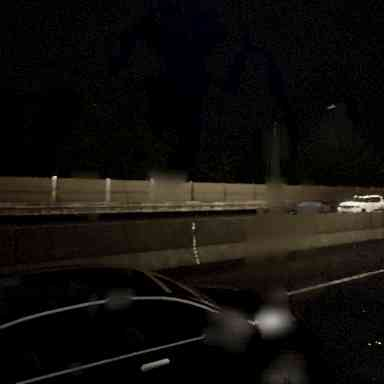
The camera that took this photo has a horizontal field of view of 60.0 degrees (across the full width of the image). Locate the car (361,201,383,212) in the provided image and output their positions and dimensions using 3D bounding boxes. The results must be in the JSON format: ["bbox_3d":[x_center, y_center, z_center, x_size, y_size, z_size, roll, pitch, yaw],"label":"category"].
[{"bbox_3d":[17.054,1.706,28.330,5.357,1.411,2.033,0,0,-34],"label":"car"}]

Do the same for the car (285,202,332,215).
[{"bbox_3d":[11.712,1.663,33.159,5.357,1.411,2.033,0,0,-34],"label":"car"}]

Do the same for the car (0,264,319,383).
[{"bbox_3d":[-0.800,1.500,3.182,4.892,1.490,1.837,0,0,-34],"label":"car"}]

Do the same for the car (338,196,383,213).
[{"bbox_3d":[16.460,1.370,32.161,5.566,2.045,2.150,0,0,-34],"label":"car"}]
